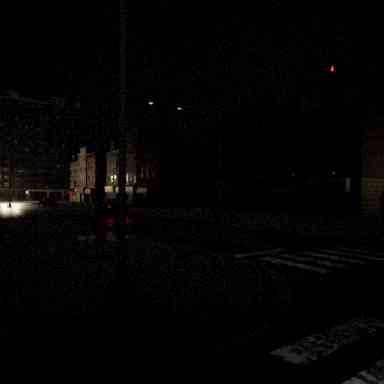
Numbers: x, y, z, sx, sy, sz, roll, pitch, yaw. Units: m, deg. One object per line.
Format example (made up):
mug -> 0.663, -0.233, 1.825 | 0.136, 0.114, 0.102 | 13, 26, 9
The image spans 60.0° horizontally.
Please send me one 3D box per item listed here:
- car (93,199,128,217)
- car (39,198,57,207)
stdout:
car -> -7.978, 1.426, 32.169 | 2.097, 1.767, 4.553 | 1, 0, -35
car -> -23.401, 1.681, 53.908 | 2.033, 1.411, 5.357 | 1, 0, -36
